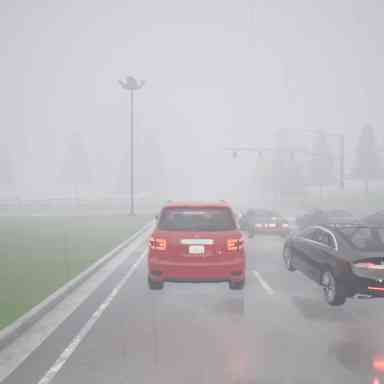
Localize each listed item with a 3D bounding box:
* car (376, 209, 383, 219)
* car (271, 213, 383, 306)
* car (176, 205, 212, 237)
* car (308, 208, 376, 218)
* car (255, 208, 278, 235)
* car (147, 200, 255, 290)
[{"bbox_3d":[10.636,1.564,17.534,1.994,1.385,4.181,0,0,0],"label":"car"},{"bbox_3d":[3.615,1.492,8.012,2.128,1.511,4.902,0,0,0],"label":"car"},{"bbox_3d":[0.123,1.526,18.928,1.812,1.442,4.674,0,0,0],"label":"car"},{"bbox_3d":[7.137,1.547,17.653,2.033,1.411,5.357,0,0,0],"label":"car"},{"bbox_3d":[3.636,1.547,17.538,2.033,1.411,5.357,0,0,0],"label":"car"},{"bbox_3d":[0.112,1.221,9.225,2.150,2.045,5.566,0,0,0],"label":"car"}]
